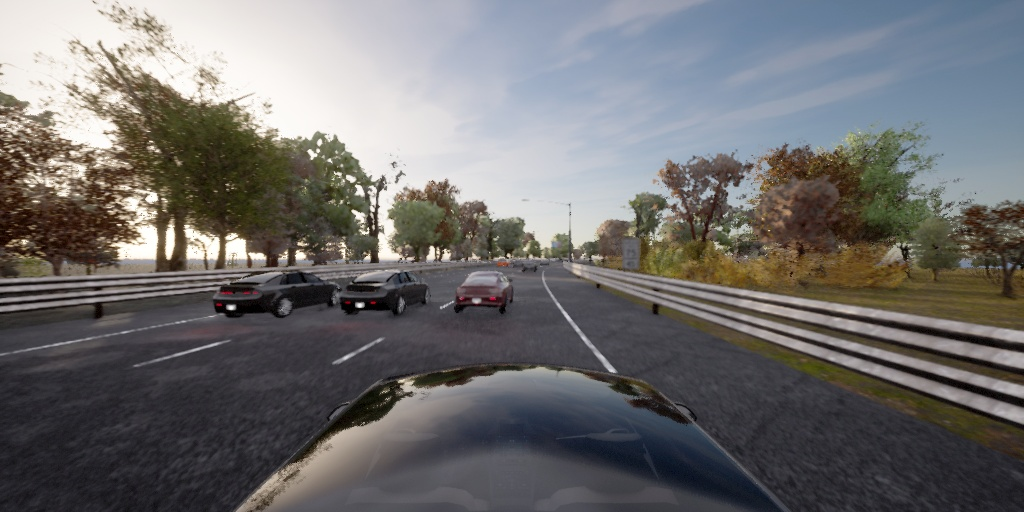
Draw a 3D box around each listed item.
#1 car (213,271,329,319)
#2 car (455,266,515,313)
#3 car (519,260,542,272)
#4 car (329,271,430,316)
[{"bbox_3d":[-8.100,1.272,12.986,1.837,1.490,4.892,0,0,4],"label":"car"},{"bbox_3d":[-0.988,1.314,14.149,1.812,1.442,4.674,0,0,4],"label":"car"},{"bbox_3d":[2.658,1.418,50.709,2.128,1.511,4.902,0,0,7],"label":"car"},{"bbox_3d":[-4.547,1.283,13.569,1.837,1.490,4.892,0,0,4],"label":"car"}]
